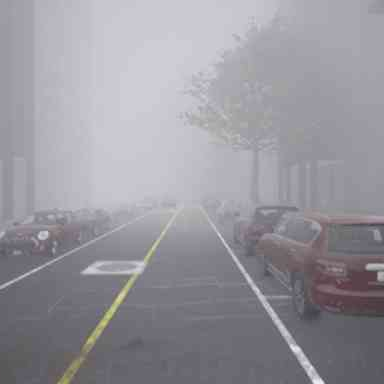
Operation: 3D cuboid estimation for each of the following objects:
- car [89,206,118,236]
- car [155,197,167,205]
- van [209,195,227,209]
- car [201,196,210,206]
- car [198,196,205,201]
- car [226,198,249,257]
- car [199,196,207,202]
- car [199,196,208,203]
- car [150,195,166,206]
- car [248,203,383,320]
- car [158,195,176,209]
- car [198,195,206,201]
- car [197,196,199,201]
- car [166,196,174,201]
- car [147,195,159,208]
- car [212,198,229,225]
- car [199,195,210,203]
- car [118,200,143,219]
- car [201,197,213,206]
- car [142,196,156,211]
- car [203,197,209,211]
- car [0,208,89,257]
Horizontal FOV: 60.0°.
[{"bbox_3d":[-5.739,1.571,18.493,1.887,1.381,4.507,0,0,0],"label":"car"},{"bbox_3d":[-5.920,1.679,63.603,1.947,1.339,4.313,0,0,0],"label":"car"},{"bbox_3d":[2.741,1.355,29.794,1.690,1.788,3.998,0,0,0],"label":"van"},{"bbox_3d":[2.673,1.609,46.710,1.947,1.339,4.313,0,0,0],"label":"car"},{"bbox_3d":[2.492,1.771,91.826,1.802,1.307,4.206,0,0,0],"label":"car"},{"bbox_3d":[2.808,1.315,12.875,2.192,1.841,5.009,0,0,0],"label":"car"},{"bbox_3d":[2.537,1.727,80.548,1.802,1.307,4.206,0,0,0],"label":"car"},{"bbox_3d":[2.559,1.652,75.079,1.752,1.417,4.829,0,0,0],"label":"car"},{"bbox_3d":[-5.899,1.412,57.965,2.192,1.841,5.009,0,0,0],"label":"car"},{"bbox_3d":[2.831,1.311,7.236,2.192,1.841,5.009,0,0,0],"label":"car"},{"bbox_3d":[-3.180,1.532,45.646,1.882,1.535,5.008,0,0,0],"label":"car"},{"bbox_3d":[2.514,1.606,86.188,1.967,1.590,4.097,0,0,0],"label":"car"},{"bbox_3d":[2.583,1.674,69.269,1.947,1.339,4.313,0,0,0],"label":"car"},{"bbox_3d":[-6.033,1.776,91.796,1.947,1.339,4.313,0,0,0],"label":"car"},{"bbox_3d":[-5.854,1.379,46.687,2.192,1.841,5.009,0,0,0],"label":"car"},{"bbox_3d":[2.764,1.449,24.154,1.967,1.590,4.097,0,0,0],"label":"car"},{"bbox_3d":[2.649,1.374,52.351,2.192,1.841,5.009,0,0,0],"label":"car"},{"bbox_3d":[-5.784,1.617,29.771,1.802,1.307,4.206,0,0,0],"label":"car"},{"bbox_3d":[2.628,1.620,57.990,1.887,1.381,4.507,0,0,0],"label":"car"},{"bbox_3d":[-5.829,1.575,40.879,1.752,1.417,4.829,0,0,0],"label":"car"},{"bbox_3d":[2.695,1.610,41.073,1.802,1.307,4.206,0,0,0],"label":"car"},{"bbox_3d":[-5.717,1.461,12.854,1.967,1.590,4.097,0,0,0],"label":"car"}]
